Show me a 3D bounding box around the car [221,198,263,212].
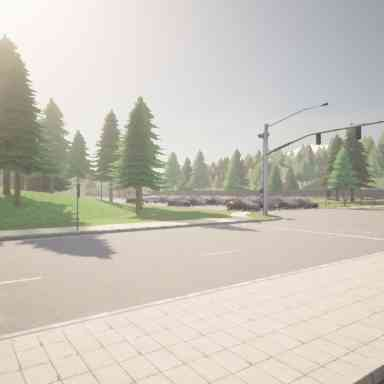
[{"bbox_3d":[5.892,1.526,38.737,1.812,1.442,4.674,0,0,-35],"label":"car"}]

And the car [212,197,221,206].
[{"bbox_3d":[3.694,1.492,54.046,2.128,1.511,4.902,0,0,-35],"label":"car"}]

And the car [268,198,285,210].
[{"bbox_3d":[8.561,1.491,41.038,2.128,1.511,4.902,0,0,-35],"label":"car"}]

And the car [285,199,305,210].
[{"bbox_3d":[11.622,1.526,42.773,1.812,1.442,4.674,0,0,-35],"label":"car"}]

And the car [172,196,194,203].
[{"bbox_3d":[-1.931,1.544,68.285,2.033,1.411,5.357,0,0,-35],"label":"car"}]

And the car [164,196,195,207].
[{"bbox_3d":[-1.917,1.564,49.851,1.994,1.385,4.181,0,0,-35],"label":"car"}]

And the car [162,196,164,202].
[{"bbox_3d":[-5.545,1.547,67.319,2.033,1.411,5.357,0,0,-35],"label":"car"}]

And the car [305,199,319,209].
[{"bbox_3d":[14.746,1.564,44.414,1.994,1.385,4.181,0,0,-35],"label":"car"}]

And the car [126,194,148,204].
[{"bbox_3d":[-10.622,1.601,62.291,1.895,1.301,4.718,0,0,-35],"label":"car"}]

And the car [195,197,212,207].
[{"bbox_3d":[0.434,1.489,52.595,2.128,1.511,4.902,0,0,-35],"label":"car"}]

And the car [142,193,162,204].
[{"bbox_3d":[-8.757,1.221,65.769,2.150,2.045,5.566,0,0,-35],"label":"car"}]

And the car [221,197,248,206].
[{"bbox_3d":[7.012,1.601,55.414,1.895,1.301,4.718,0,0,-35],"label":"car"}]
